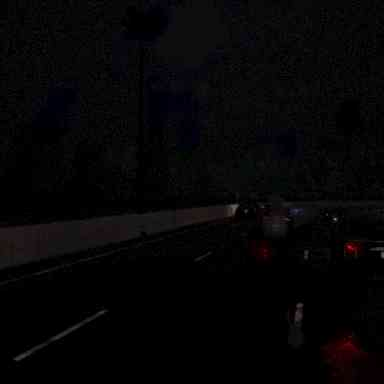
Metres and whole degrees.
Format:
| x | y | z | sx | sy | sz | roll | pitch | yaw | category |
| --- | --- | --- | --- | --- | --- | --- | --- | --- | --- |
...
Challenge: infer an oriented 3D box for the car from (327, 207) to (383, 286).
| x | y | z | sx | sy | sz | roll | pitch | yaw | category |
| --- | --- | --- | --- | --- | --- | --- | --- | --- | --- |
| 5.200 | 1.483 | 9.552 | 2.097 | 1.767 | 4.553 | 0 | -1 | 20 | car |

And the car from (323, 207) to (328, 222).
| x | y | z | sx | sy | sz | roll | pitch | yaw | category |
| --- | --- | --- | --- | --- | --- | --- | --- | --- | --- |
| 12.742 | 1.977 | 29.601 | 1.895 | 1.301 | 4.718 | 0 | -1 | 23 | car |

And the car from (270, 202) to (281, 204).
| x | y | z | sx | sy | sz | roll | pitch | yaw | category |
| --- | --- | --- | --- | --- | --- | --- | --- | --- | --- |
| 9.730 | 1.925 | 39.484 | 2.128 | 1.511 | 4.902 | 0 | 0 | 27 | car |

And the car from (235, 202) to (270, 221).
| x | y | z | sx | sy | sz | roll | pitch | yaw | category |
| --- | --- | --- | --- | --- | --- | --- | --- | --- | --- |
| 5.339 | 1.660 | 29.893 | 2.097 | 1.767 | 4.553 | 0 | -1 | 22 | car |

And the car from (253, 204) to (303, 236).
| x | y | z | sx | sy | sz | roll | pitch | yaw | category |
| --- | --- | --- | --- | --- | --- | --- | --- | --- | --- |
| 5.345 | 1.716 | 20.116 | 2.128 | 1.511 | 4.902 | 0 | 0 | 20 | car |

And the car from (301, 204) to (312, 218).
| x | y | z | sx | sy | sz | roll | pitch | yaw | category |
| --- | --- | --- | --- | --- | --- | --- | --- | --- | --- |
| 11.487 | 1.960 | 35.210 | 2.033 | 1.411 | 5.357 | 0 | -1 | 25 | car |
